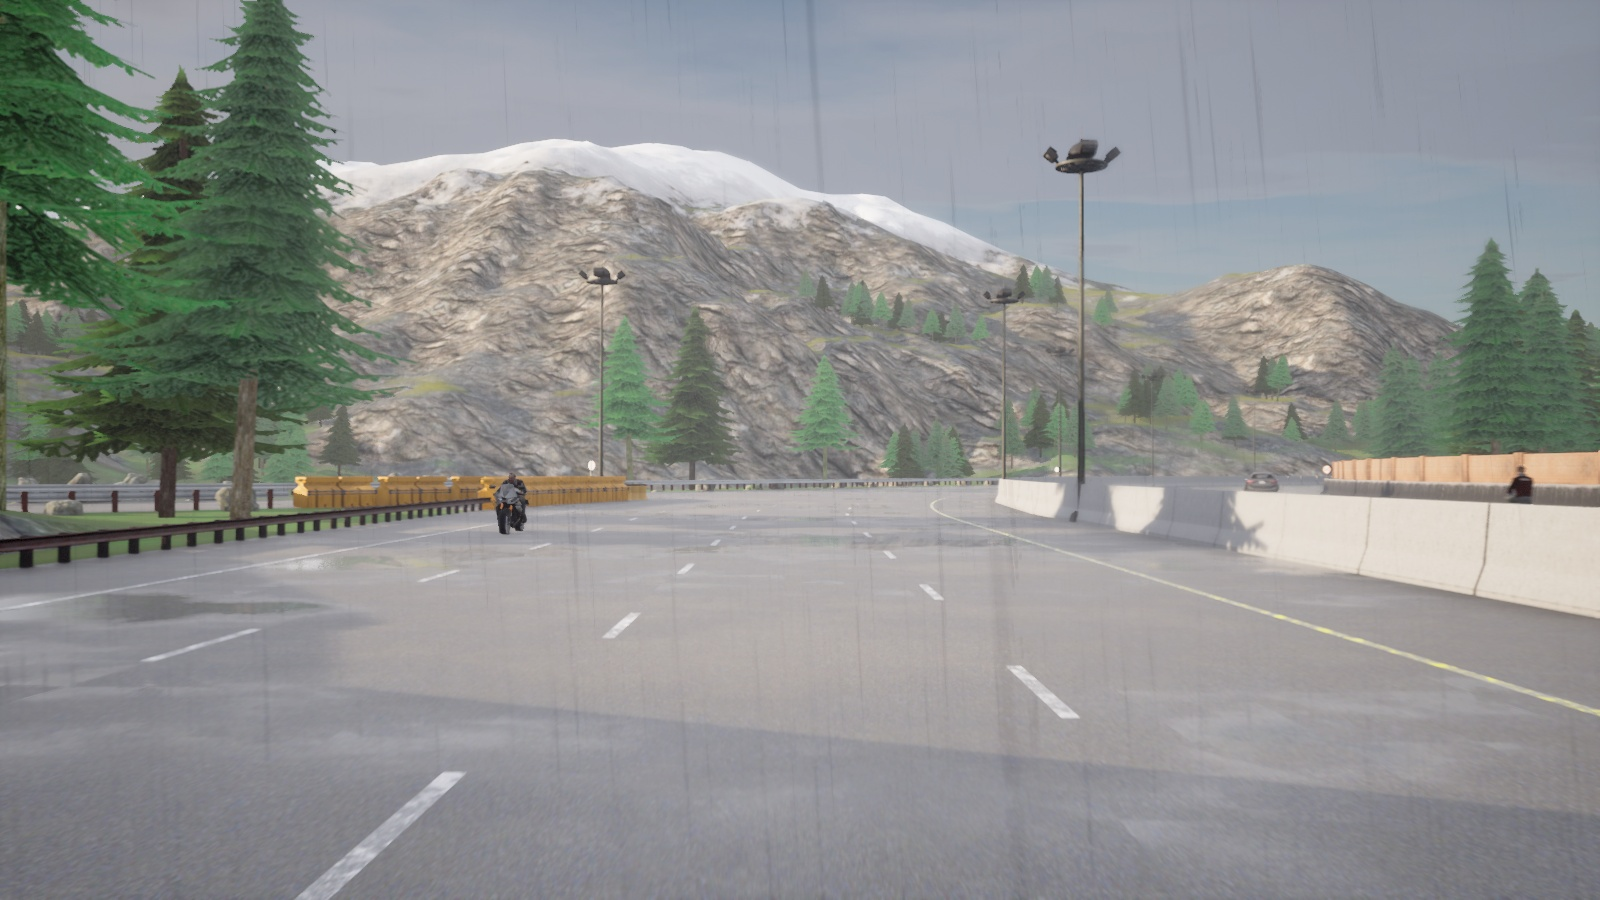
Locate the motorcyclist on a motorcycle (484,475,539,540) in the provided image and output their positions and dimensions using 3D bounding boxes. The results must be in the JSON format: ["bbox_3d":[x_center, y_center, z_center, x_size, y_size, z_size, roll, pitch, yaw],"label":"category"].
[{"bbox_3d":[-7.075,1.396,30.914,0.866,1.530,2.191,0,-1,0],"label":"motorcyclist on a motorcycle"}]

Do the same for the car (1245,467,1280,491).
[{"bbox_3d":[32.575,2.011,88.572,2.242,1.667,4.611,-1,-1,19],"label":"car"}]
